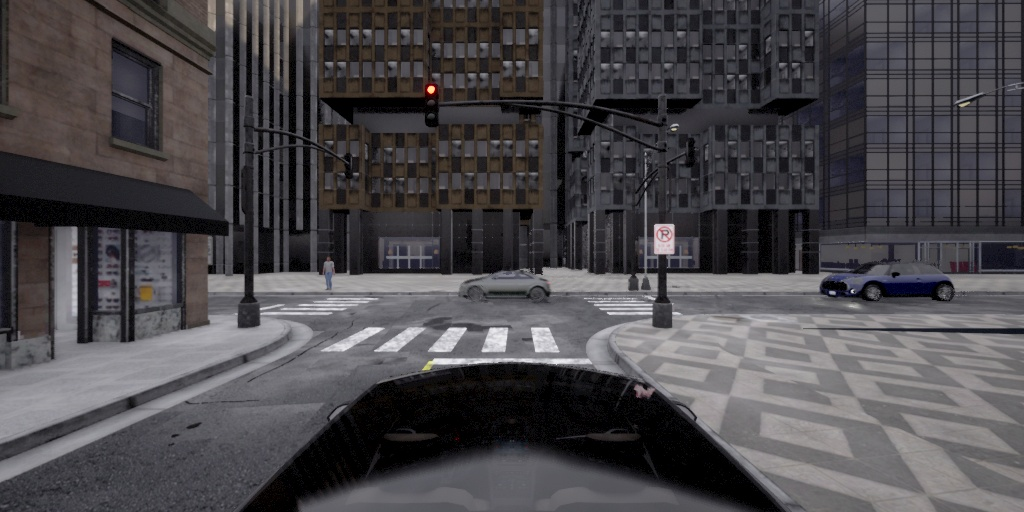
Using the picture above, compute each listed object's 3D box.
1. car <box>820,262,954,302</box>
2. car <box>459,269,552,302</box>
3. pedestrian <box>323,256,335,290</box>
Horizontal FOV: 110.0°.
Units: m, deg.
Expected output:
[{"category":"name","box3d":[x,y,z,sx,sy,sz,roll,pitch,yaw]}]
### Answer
[{"category":"car","box3d":[16.794,1.078,16.259,4.553,1.767,2.097,0,0,0]},{"category":"car","box3d":[-0.290,1.314,16.376,4.181,1.385,1.994,0,0,0]},{"category":"pedestrian","box3d":[-9.929,0.905,19.476,0.375,1.860,0.375,0,0,0]}]
